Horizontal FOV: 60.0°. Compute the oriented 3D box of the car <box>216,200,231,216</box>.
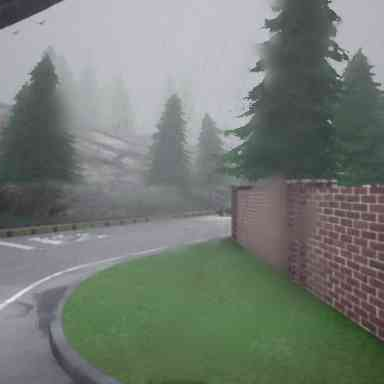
[{"bbox_3d":[4.118,1.364,29.228,2.033,1.411,5.357,0,0,35],"label":"car"}]
